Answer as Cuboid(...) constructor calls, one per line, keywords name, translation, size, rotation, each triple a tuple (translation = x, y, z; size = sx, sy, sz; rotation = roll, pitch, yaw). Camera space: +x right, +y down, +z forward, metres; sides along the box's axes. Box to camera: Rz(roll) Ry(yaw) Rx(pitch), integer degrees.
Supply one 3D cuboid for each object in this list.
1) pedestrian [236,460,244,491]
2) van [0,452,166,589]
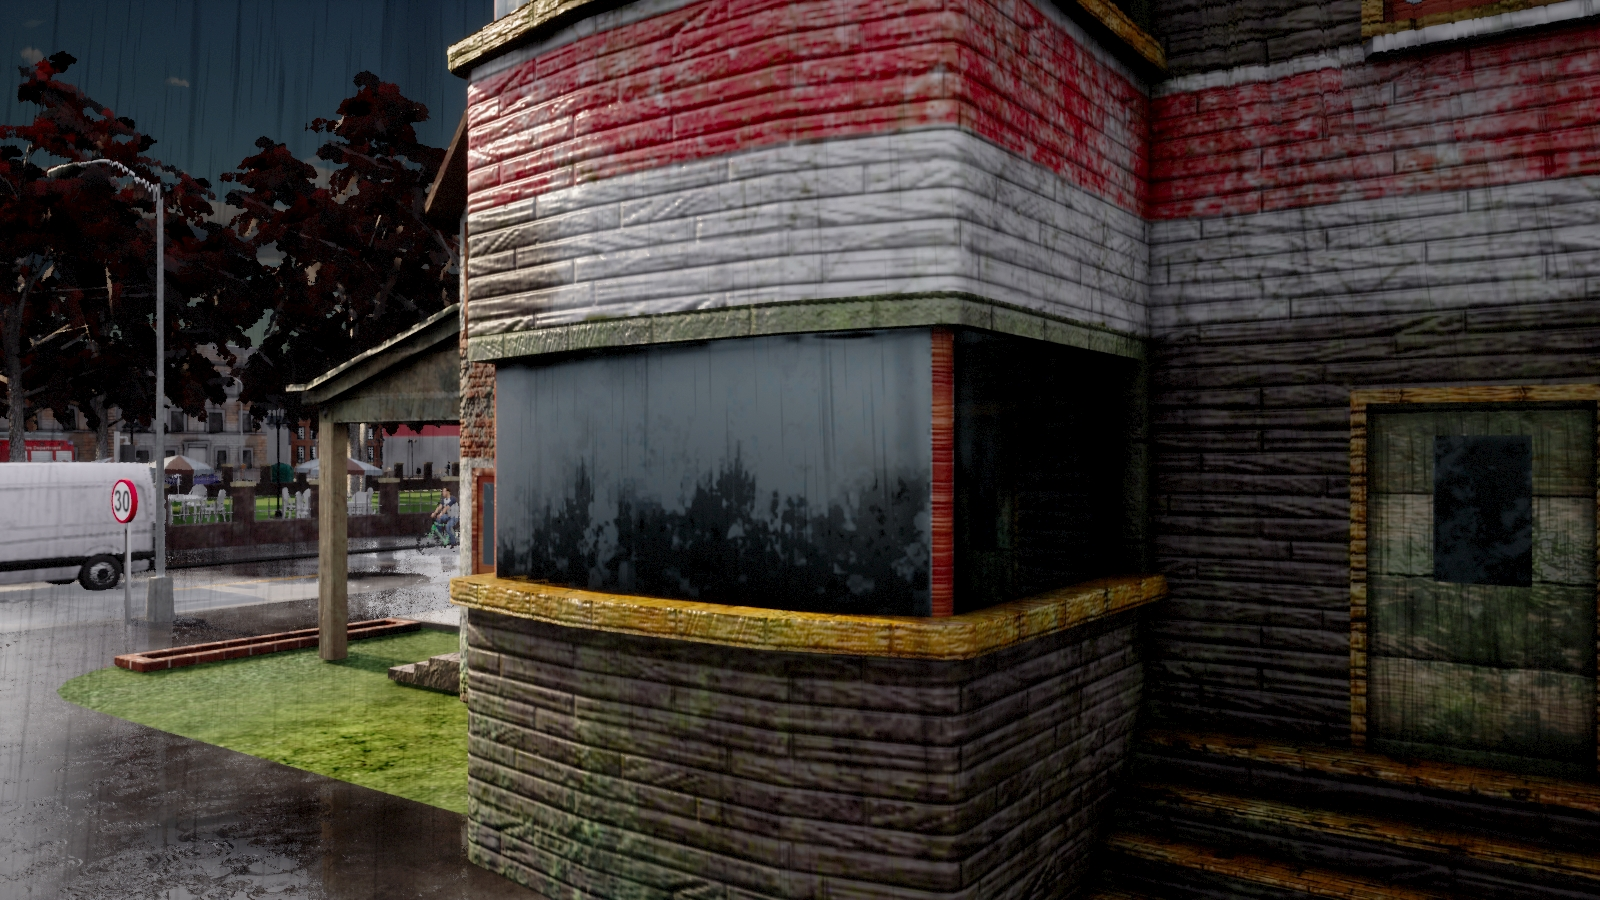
Cuboid(name="pedestrian", translation=(-33.396, 1.524, 68.169), size=(0.375, 1.860, 0.375), rotation=(0, 0, -38))
Cuboid(name="van", translation=(-15.679, 1.315, 21.880), size=(1.988, 2.561, 5.915), rotation=(0, 0, 35))
